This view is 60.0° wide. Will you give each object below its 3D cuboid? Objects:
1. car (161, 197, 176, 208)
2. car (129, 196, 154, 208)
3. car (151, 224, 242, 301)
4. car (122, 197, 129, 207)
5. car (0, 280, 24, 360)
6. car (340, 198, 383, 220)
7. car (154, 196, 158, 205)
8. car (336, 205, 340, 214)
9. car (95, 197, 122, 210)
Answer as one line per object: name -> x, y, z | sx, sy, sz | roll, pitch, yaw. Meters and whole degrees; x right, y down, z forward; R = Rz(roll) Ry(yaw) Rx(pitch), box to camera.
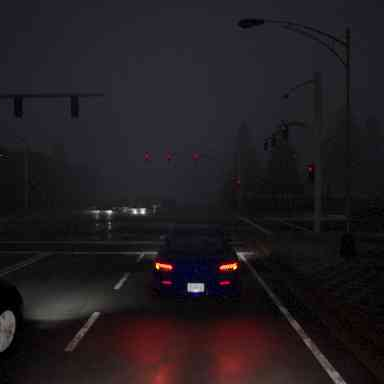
car -> -3.453, 1.462, 49.193 | 1.882, 1.535, 5.008 | 0, 0, 0
car -> -7.108, 1.477, 47.257 | 2.128, 1.511, 4.902 | 0, 0, 0
car -> 0.131, 1.523, 8.186 | 1.812, 1.442, 4.674 | 0, 0, 2
car -> -10.630, 1.462, 51.239 | 1.882, 1.535, 5.008 | 0, 0, 0
car -> -3.441, 1.504, 3.053 | 1.837, 1.490, 4.892 | 0, 0, 0
car -> 15.511, 1.483, 27.705 | 4.902, 1.511, 2.128 | 0, 0, 0
car -> -7.094, 1.487, 58.496 | 1.837, 1.490, 4.892 | 0, 0, 1
car -> 16.017, 1.342, 31.203 | 4.553, 1.767, 2.097 | 0, 0, 0
car -> -10.623, 1.513, 42.037 | 1.812, 1.442, 4.674 | 0, 0, 0
